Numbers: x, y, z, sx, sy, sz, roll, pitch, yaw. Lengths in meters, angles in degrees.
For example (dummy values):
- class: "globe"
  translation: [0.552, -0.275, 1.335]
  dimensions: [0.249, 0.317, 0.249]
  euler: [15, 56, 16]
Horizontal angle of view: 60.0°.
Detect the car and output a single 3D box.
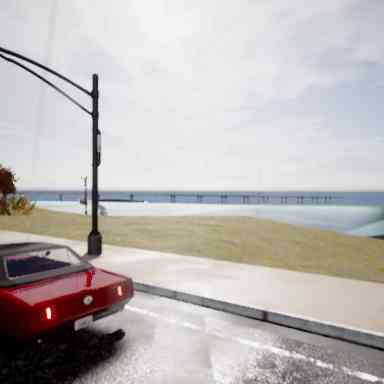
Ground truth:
- class: "car"
  translation: [-3.360, 1.592, 6.094]
  dimensions: [4.718, 1.301, 1.895]
  euler: [0, 0, 36]
